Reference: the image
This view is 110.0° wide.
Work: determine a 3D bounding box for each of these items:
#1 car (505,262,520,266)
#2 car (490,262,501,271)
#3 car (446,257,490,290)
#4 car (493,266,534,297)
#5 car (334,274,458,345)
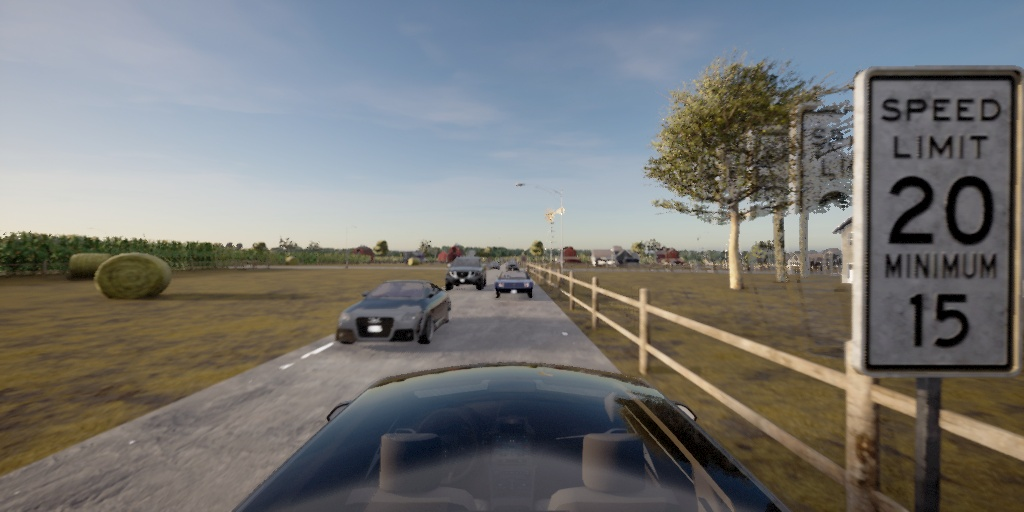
[{"bbox_3d":[0.072,1.523,49.255,1.837,1.490,4.892,0,-1,0],"label":"car"},{"bbox_3d":[-2.776,1.633,56.698,1.837,1.490,4.892,0,-1,0],"label":"car"},{"bbox_3d":[-2.850,1.057,23.368,2.150,2.045,5.566,0,0,0],"label":"car"},{"bbox_3d":[0.093,1.415,19.209,1.895,1.301,4.718,0,0,0],"label":"car"},{"bbox_3d":[-2.848,1.338,9.482,1.994,1.385,4.181,0,0,1],"label":"car"}]
